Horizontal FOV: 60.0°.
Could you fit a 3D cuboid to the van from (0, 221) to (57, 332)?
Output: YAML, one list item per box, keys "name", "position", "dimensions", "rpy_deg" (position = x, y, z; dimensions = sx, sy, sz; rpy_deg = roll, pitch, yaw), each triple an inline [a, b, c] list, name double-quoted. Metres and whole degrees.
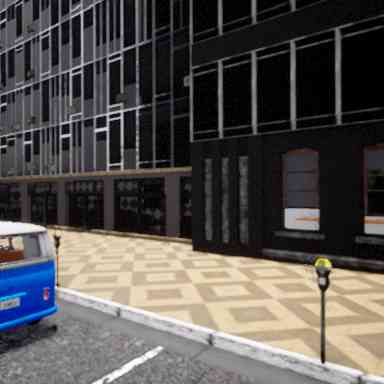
- name: "van"
  position: [-4.111, 1.389, 5.893]
  dimensions: [3.998, 1.788, 1.690]
  rpy_deg: [-1, 0, 36]
